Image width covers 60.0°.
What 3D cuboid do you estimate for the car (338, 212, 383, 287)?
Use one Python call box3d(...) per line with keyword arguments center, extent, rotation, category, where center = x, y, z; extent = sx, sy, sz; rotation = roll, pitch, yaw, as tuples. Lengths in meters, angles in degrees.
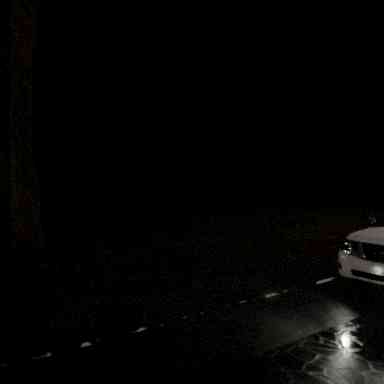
box3d(center=(5.971, 1.221, 8.254), extent=(5.566, 2.045, 2.150), rotation=(0, 0, -36), category="car")
